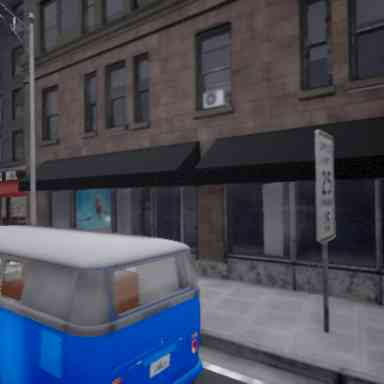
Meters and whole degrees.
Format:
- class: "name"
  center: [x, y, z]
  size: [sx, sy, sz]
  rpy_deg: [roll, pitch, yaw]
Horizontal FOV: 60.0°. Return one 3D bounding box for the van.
- class: "van"
  center: [-1.802, 1.379, 4.150]
  size: [3.998, 1.788, 1.690]
  rpy_deg: [-1, -1, 35]
